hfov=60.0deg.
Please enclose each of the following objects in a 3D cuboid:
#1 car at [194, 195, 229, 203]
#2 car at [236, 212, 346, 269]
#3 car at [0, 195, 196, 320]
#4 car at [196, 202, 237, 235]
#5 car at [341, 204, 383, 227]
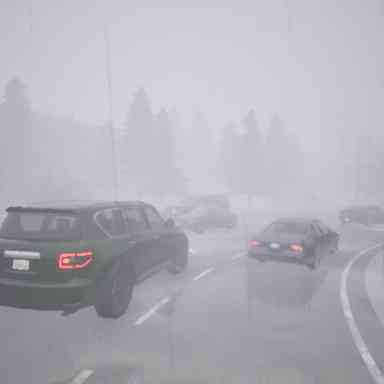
[{"bbox_3d":[0.457,1.223,23.881,5.566,2.045,2.150,1,0,-42],"label":"car"},{"bbox_3d":[3.703,1.587,11.512,2.033,1.411,5.357,1,0,33],"label":"car"},{"bbox_3d":[-1.809,1.201,7.627,2.150,2.045,5.566,0,0,17],"label":"car"},{"bbox_3d":[0.814,1.532,19.189,1.812,1.442,4.674,0,0,42],"label":"car"},{"bbox_3d":[12.574,1.640,23.754,4.892,1.490,1.837,1,0,-31],"label":"car"}]
